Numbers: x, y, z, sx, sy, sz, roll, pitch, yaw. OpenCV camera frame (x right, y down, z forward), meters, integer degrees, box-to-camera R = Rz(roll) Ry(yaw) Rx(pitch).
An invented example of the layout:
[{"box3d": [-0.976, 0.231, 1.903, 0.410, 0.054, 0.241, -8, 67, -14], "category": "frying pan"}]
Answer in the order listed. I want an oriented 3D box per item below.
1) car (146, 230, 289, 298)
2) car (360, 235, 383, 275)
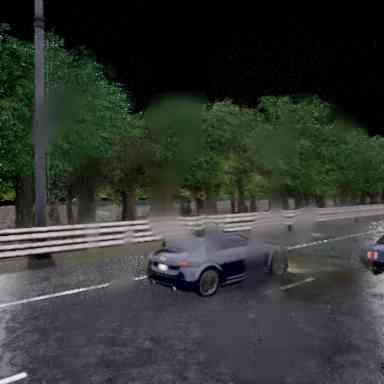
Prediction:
[{"box3d": [0.829, 1.746, 9.182, 4.181, 1.385, 1.994, 0, -2, -41], "category": "car"}, {"box3d": [6.850, 1.683, 9.793, 4.718, 1.301, 1.895, 0, -2, -41], "category": "car"}]
